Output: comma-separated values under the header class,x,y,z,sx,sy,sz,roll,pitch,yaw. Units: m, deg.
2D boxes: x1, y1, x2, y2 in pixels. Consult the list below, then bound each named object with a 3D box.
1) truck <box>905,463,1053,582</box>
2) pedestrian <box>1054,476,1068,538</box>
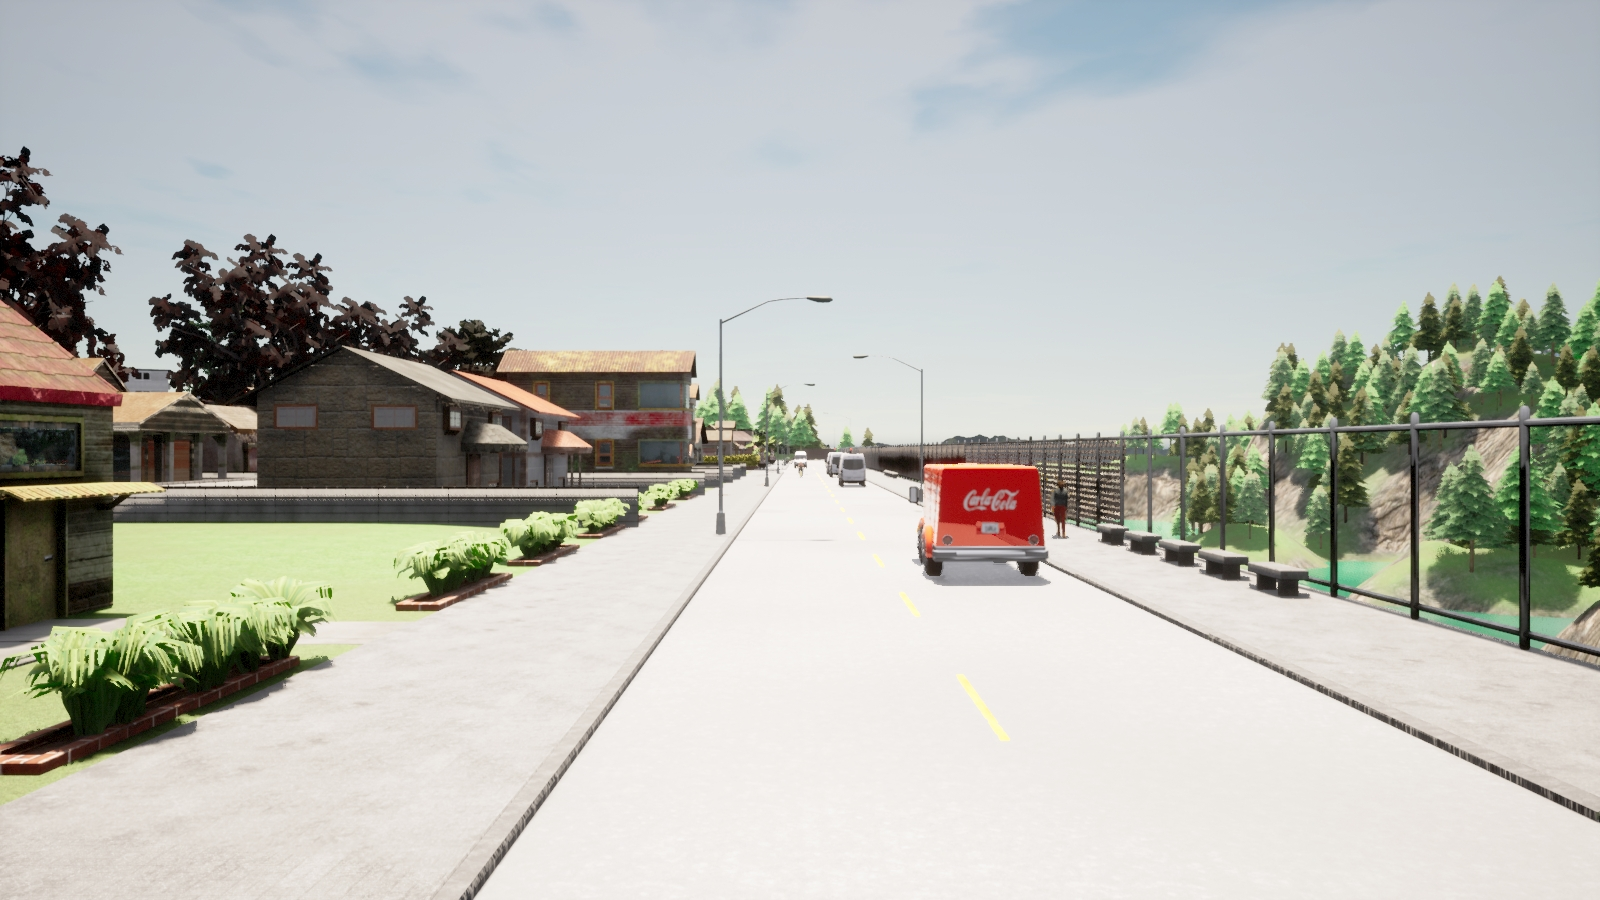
class,x,y,z,sx,sy,sz,roll,pitch,yaw
truck,4.030,1.563,26.732,2.627,2.467,5.204,0,0,0
pedestrian,7.988,1.743,34.986,0.375,1.860,0.375,0,0,3
